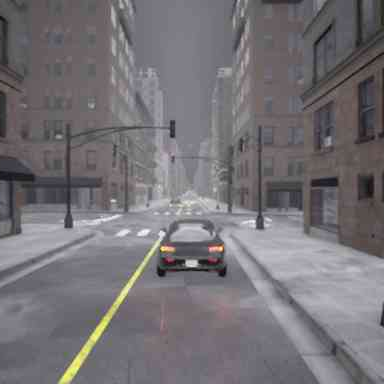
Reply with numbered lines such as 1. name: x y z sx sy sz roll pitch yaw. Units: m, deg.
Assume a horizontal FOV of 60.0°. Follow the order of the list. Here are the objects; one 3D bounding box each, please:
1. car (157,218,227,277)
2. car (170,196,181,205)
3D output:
1. car: 0.001 1.521 10.146 1.812 1.442 4.674 0 0 0
2. car: -3.067 1.562 62.485 1.837 1.490 4.892 0 0 1
